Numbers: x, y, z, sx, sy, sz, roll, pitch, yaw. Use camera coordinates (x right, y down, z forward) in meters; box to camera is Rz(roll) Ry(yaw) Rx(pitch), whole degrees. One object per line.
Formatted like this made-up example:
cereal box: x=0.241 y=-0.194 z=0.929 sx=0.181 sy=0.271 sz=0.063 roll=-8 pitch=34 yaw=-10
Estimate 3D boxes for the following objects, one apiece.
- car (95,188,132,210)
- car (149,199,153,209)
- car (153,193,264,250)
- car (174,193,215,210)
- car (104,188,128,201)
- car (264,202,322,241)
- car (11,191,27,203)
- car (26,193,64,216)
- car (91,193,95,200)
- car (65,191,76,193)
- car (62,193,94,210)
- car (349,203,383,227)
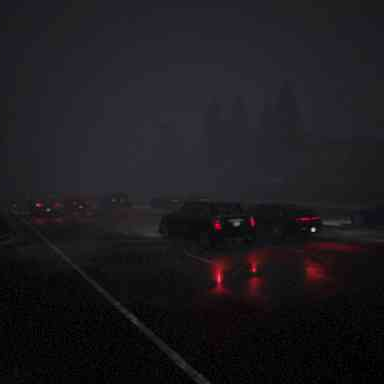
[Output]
car: x=-7.774 y=0.790 z=33.522 sx=2.097 sy=1.767 sz=4.553 roll=-1 pitch=1 yaw=-32
car: x=-2.407 y=0.937 z=31.475 sx=2.128 sy=1.511 sz=4.902 roll=-1 pitch=1 yaw=-32
car: x=0.451 y=1.107 z=13.455 sx=2.097 sy=1.767 sz=4.553 roll=-1 pitch=1 yaw=-32
car: x=0.129 y=0.892 z=34.034 sx=1.837 sy=1.490 sz=4.892 roll=-1 pitch=1 yaw=-32
car: x=-12.557 y=0.305 z=54.670 sx=2.150 sy=2.045 sz=5.566 roll=-1 pitch=1 yaw=-32
car: x=3.506 y=1.212 z=15.173 sx=1.837 sy=1.490 sz=4.892 roll=-1 pitch=1 yaw=-32
car: x=-24.447 y=0.631 z=47.285 sx=2.097 sy=1.767 sz=4.553 roll=-1 pitch=1 yaw=-32
car: x=-12.053 y=1.101 z=27.118 sx=1.812 sy=1.442 sz=4.674 roll=-1 pitch=1 yaw=-32
car: x=-14.980 y=0.747 z=51.938 sx=1.895 sy=1.301 sz=4.718 roll=-1 pitch=1 yaw=-32
car: x=-18.953 y=0.662 z=51.716 sx=2.128 sy=1.511 sz=4.902 roll=-1 pitch=1 yaw=-32
car: x=-11.555 y=1.068 z=32.996 sx=1.895 sy=1.301 sz=4.718 roll=-1 pitch=1 yaw=-32
car: x=10.527 y=1.162 z=17.116 sx=1.812 sy=1.442 sz=4.674 roll=-1 pitch=1 yaw=-32
